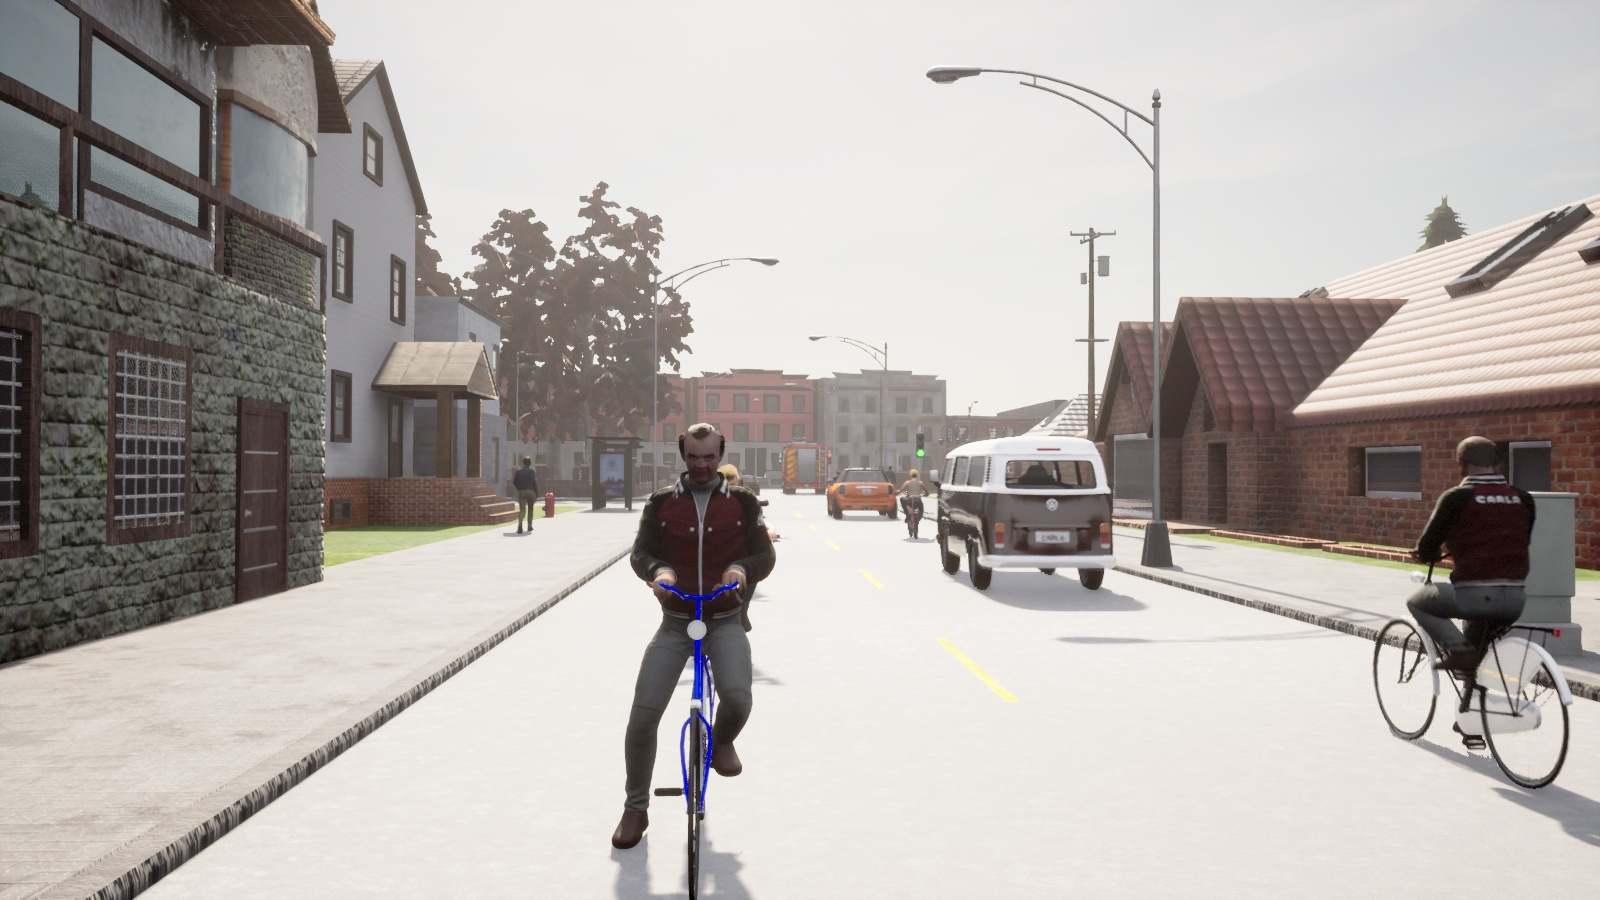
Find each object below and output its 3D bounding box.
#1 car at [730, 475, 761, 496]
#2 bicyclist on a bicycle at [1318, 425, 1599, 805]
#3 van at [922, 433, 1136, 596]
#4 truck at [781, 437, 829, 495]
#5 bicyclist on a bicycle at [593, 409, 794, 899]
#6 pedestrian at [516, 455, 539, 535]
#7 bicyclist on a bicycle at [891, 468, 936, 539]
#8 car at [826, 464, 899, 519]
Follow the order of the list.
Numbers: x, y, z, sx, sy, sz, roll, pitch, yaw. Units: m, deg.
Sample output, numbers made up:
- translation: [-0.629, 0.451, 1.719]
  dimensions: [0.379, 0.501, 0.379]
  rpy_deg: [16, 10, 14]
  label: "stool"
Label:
- translation: [-3.554, 2.286, 80.992]
  dimensions: [1.895, 1.301, 4.718]
  rpy_deg: [0, -1, -4]
  label: "car"
- translation: [3.562, 0.785, 6.814]
  dimensions: [0.659, 1.776, 1.843]
  rpy_deg: [0, -1, -2]
  label: "bicyclist on a bicycle"
- translation: [3.102, 0.831, 18.026]
  dimensions: [2.069, 2.038, 4.480]
  rpy_deg: [0, -1, -2]
  label: "van"
- translation: [0.264, 1.110, 87.211]
  dimensions: [2.891, 3.827, 8.468]
  rpy_deg: [0, -1, -2]
  label: "truck"
- translation: [-0.398, 0.772, 5.058]
  dimensions: [0.659, 1.776, 1.843]
  rpy_deg: [0, -1, -3]
  label: "bicyclist on a bicycle"
- translation: [-6.339, 1.039, 29.195]
  dimensions: [0.370, 1.835, 0.726]
  rpy_deg: [0, -1, 1]
  label: "pedestrian"
- translation: [2.637, 1.231, 29.287]
  dimensions: [0.866, 1.612, 1.509]
  rpy_deg: [0, -1, -2]
  label: "bicyclist on a bicycle"
- translation: [2.078, 1.385, 42.977]
  dimensions: [2.097, 1.767, 4.553]
  rpy_deg: [0, -1, -2]
  label: "car"
